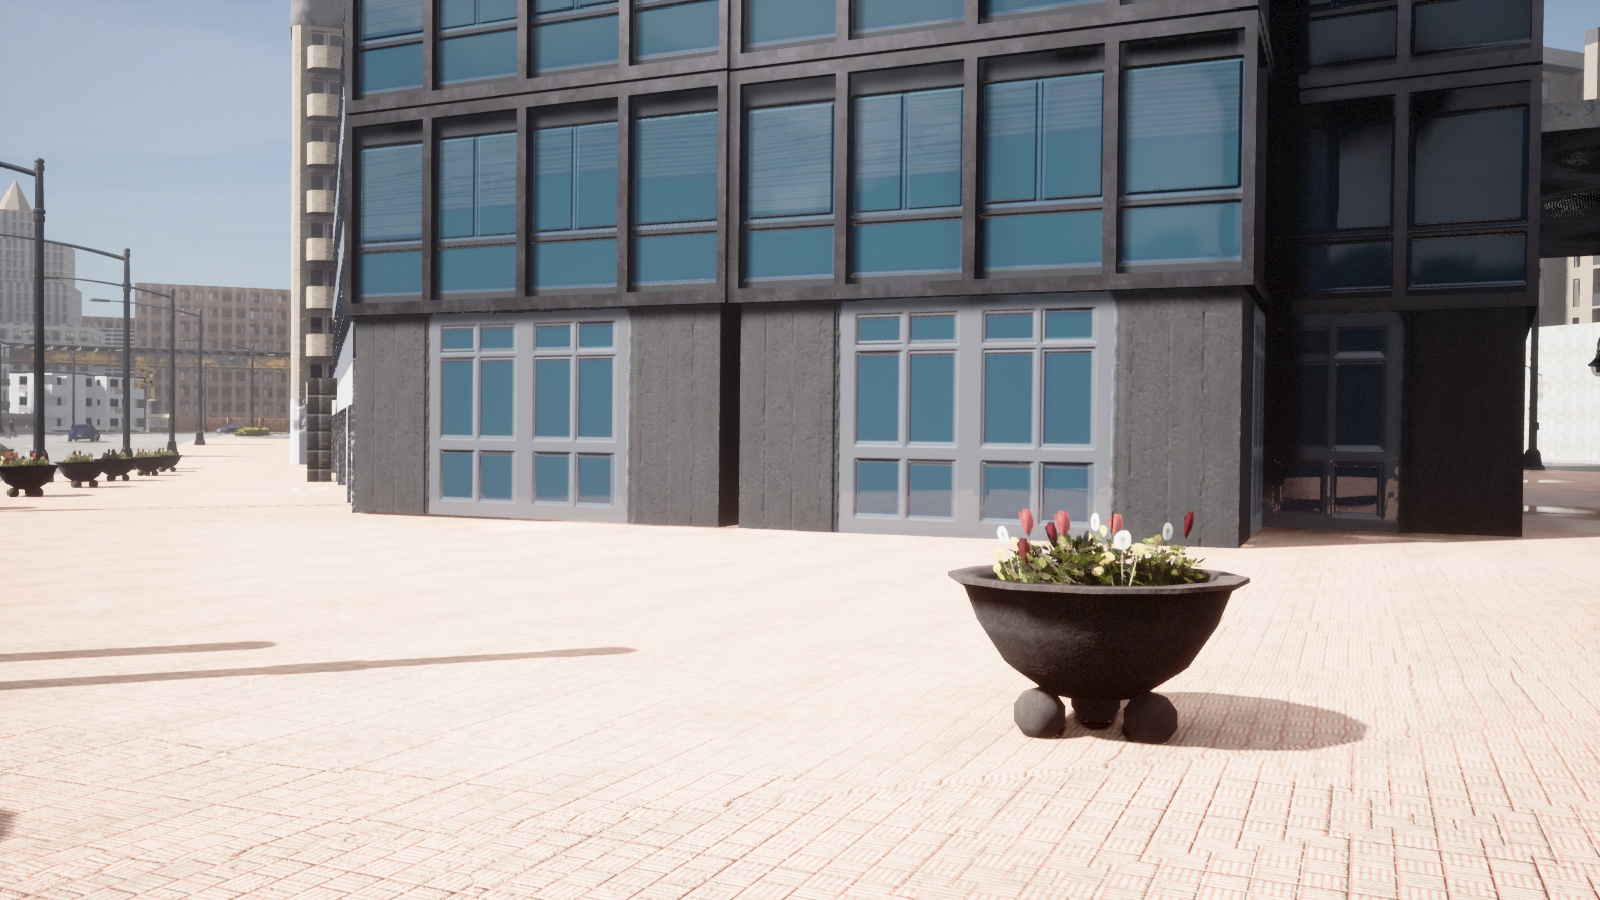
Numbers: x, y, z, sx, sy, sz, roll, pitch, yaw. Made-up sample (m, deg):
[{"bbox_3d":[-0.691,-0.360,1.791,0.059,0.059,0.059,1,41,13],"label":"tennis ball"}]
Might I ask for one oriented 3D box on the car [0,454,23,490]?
[{"bbox_3d":[-38.292,1.045,59.211,1.801,1.575,5.366,-1,1,-21],"label":"car"}]
